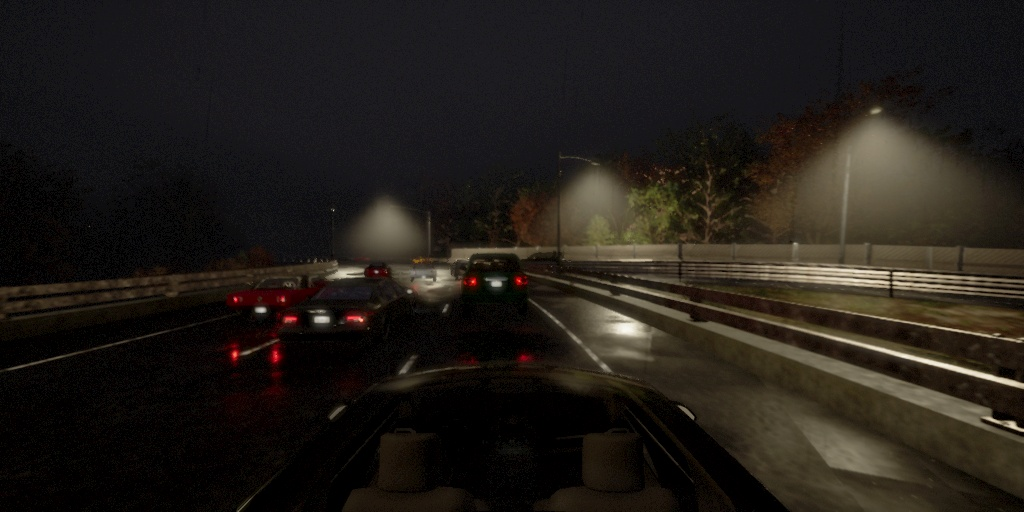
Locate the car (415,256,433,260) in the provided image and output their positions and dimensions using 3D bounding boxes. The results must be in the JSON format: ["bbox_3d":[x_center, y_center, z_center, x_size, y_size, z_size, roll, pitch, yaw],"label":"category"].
[{"bbox_3d":[-13.941,0.808,55.796,1.882,1.535,5.008,0,0,-35],"label":"car"}]

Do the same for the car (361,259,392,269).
[{"bbox_3d":[-11.102,1.197,29.874,1.994,1.385,4.181,0,0,-16],"label":"car"}]

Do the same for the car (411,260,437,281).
[{"bbox_3d":[-7.010,1.228,28.374,1.895,1.301,4.718,0,0,-15],"label":"car"}]

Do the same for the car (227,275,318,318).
[{"bbox_3d":[-7.710,1.316,12.895,1.895,1.301,4.718,0,0,-6],"label":"car"}]

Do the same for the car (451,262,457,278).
[{"bbox_3d":[-4.243,1.128,31.334,1.812,1.442,4.674,0,0,-16],"label":"car"}]

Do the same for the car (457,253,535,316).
[{"bbox_3d":[-0.737,0.911,13.343,2.150,2.045,5.566,0,0,-6],"label":"car"}]

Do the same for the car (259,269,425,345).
[{"bbox_3d":[-3.867,1.268,9.450,2.033,1.411,5.357,0,0,-4],"label":"car"}]

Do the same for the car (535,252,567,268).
[{"bbox_3d":[3.001,0.603,36.778,5.566,2.045,2.150,0,0,41],"label":"car"}]
